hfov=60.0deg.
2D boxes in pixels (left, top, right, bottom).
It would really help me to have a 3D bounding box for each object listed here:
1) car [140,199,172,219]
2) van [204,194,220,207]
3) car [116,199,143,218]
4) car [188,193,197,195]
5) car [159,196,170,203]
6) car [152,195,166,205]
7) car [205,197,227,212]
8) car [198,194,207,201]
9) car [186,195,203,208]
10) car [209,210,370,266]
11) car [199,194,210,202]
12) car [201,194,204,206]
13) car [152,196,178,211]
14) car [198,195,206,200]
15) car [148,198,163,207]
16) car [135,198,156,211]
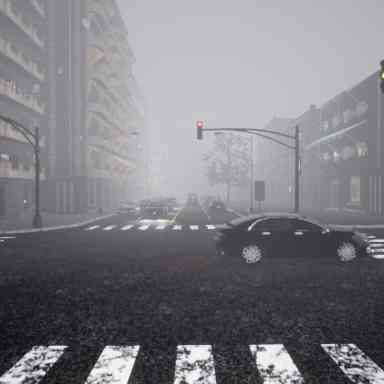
[{"bbox_3d":[-3.109,1.556,29.297,1.994,1.385,4.181,0,0,-1],"label":"car"},{"bbox_3d":[2.685,1.327,41.196,1.690,1.788,3.998,0,0,0],"label":"van"},{"bbox_3d":[-5.694,1.542,30.137,2.008,1.369,4.403,0,0,0],"label":"car"},{"bbox_3d":[0.097,1.191,70.185,2.150,2.045,5.566,0,0,0],"label":"car"},{"bbox_3d":[-5.693,1.551,68.872,1.802,1.307,4.206,0,0,0],"label":"car"},{"bbox_3d":[-5.695,1.417,57.804,1.967,1.590,4.097,0,0,0],"label":"car"},{"bbox_3d":[2.687,1.555,35.663,1.947,1.339,4.313,0,0,0],"label":"car"},{"bbox_3d":[2.686,1.396,85.464,1.967,1.590,4.097,0,0,0],"label":"car"},{"bbox_3d":[0.100,1.530,48.229,2.033,1.411,5.357,0,0,0],"label":"car"},{"bbox_3d":[3.147,1.440,10.844,4.892,1.490,1.837,-1,1,-1],"label":"car"},{"bbox_3d":[2.685,1.280,74.398,2.192,1.841,5.009,0,0,0],"label":"car"},{"bbox_3d":[2.686,1.420,52.264,1.967,1.590,4.097,0,0,0],"label":"car"},{"bbox_3d":[-3.099,1.535,38.645,2.033,1.411,5.357,0,0,0],"label":"car"},{"bbox_3d":[2.687,1.495,90.998,1.887,1.381,4.507,0,0,0],"label":"car"},{"bbox_3d":[-5.693,1.562,52.271,1.802,1.307,4.206,0,0,0],"label":"car"},{"bbox_3d":[-5.693,1.531,41.204,1.887,1.381,4.507,0,0,0],"label":"car"}]
